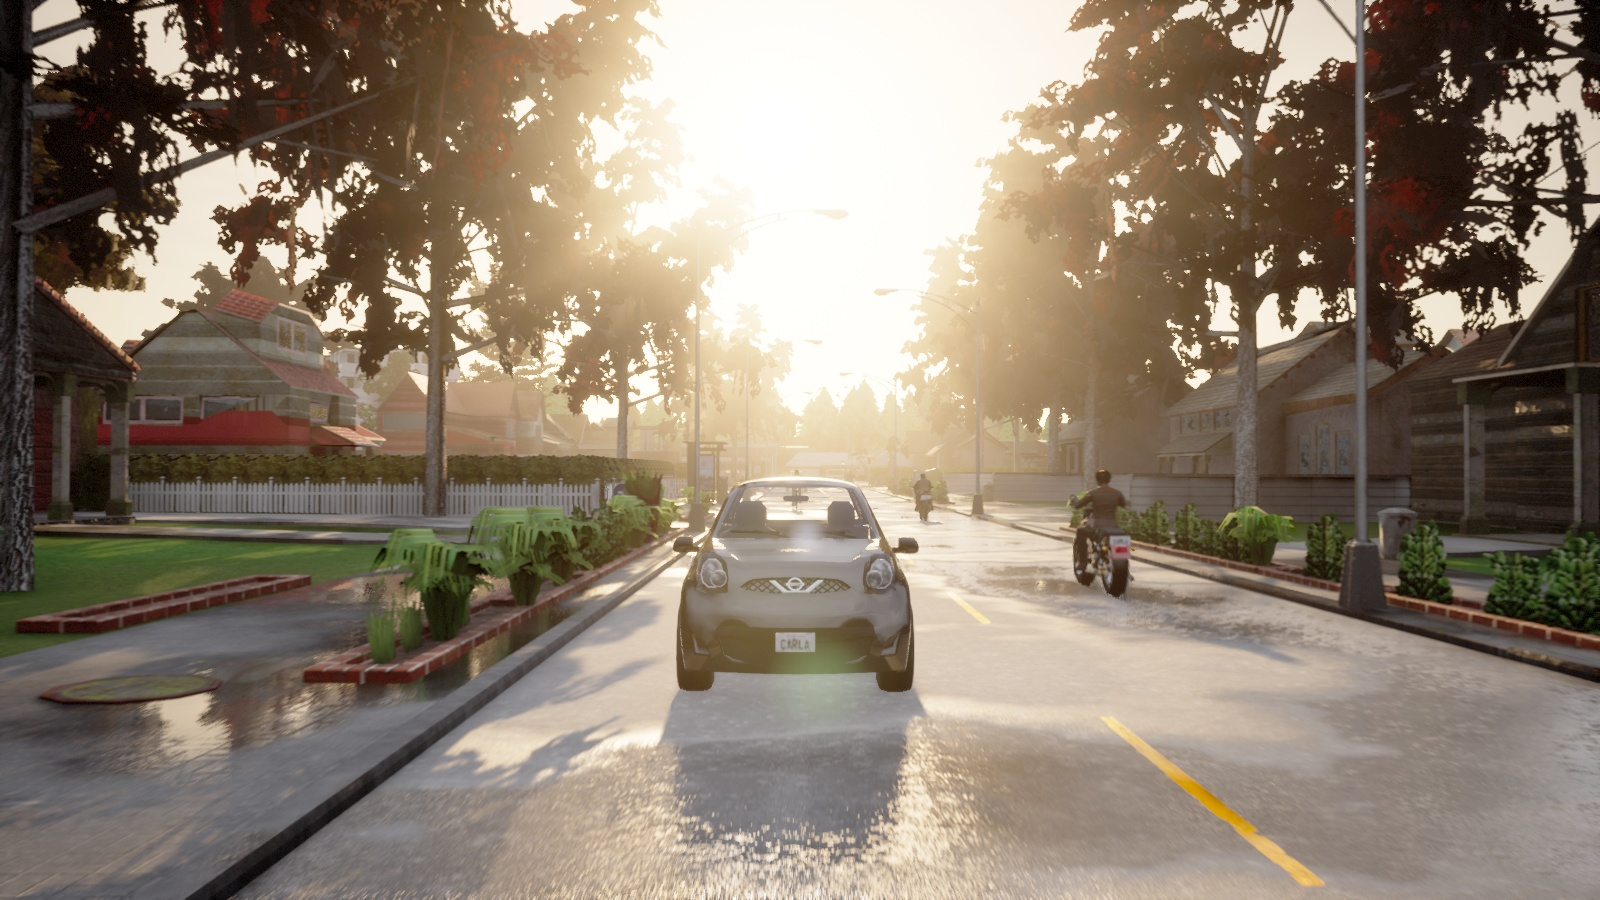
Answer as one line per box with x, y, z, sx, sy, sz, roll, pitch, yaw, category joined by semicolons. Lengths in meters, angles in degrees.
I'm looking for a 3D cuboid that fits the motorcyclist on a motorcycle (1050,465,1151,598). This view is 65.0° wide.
3.958;1.029;16.733;0.766;1.649;2.350;0;-1;0;motorcyclist on a motorcycle

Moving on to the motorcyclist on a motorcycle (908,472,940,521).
3.902;1.447;39.797;0.797;1.523;2.044;0;-1;0;motorcyclist on a motorcycle

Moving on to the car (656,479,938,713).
-0.025;0.997;10.052;1.845;1.501;3.633;0;-1;0;car
